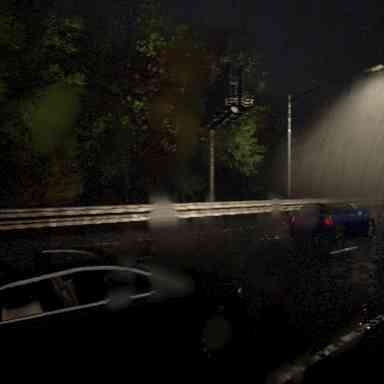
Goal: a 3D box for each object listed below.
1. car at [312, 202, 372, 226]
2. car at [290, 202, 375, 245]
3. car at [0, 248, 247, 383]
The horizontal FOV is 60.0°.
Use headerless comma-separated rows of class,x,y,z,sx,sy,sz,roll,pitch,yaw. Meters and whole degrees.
car,10.479,1.438,23.108,4.718,1.301,1.895,0,1,-40
car,6.503,1.244,15.210,4.553,1.767,2.097,0,1,-40
car,-1.367,1.459,4.053,4.902,1.511,2.128,0,1,-40
